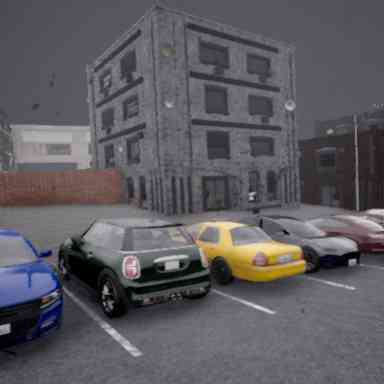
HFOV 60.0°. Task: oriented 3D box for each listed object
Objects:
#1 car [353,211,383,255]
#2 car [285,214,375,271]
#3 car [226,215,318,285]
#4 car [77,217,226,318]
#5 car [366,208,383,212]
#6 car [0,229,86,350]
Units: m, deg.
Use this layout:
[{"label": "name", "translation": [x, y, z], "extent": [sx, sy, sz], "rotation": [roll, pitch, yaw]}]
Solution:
[{"label": "car", "translation": [5.312, 1.567, 12.783], "extent": [2.002, 1.452, 4.674], "rotation": [0, 0, -35]}, {"label": "car", "translation": [3.056, 1.543, 11.143], "extent": [2.163, 1.488, 4.792], "rotation": [0, 0, -35]}, {"label": "car", "translation": [0.658, 1.498, 9.697], "extent": [1.946, 1.575, 5.366], "rotation": [0, 0, -35]}, {"label": "car", "translation": [-1.592, 1.362, 7.827], "extent": [2.185, 1.767, 4.553], "rotation": [0, 0, -35]}, {"label": "car", "translation": [7.484, 1.579, 14.331], "extent": [2.002, 1.452, 4.674], "rotation": [0, 0, -35]}, {"label": "car", "translation": [-3.886, 1.479, 6.237], "extent": [2.097, 1.535, 5.008], "rotation": [0, 0, -35]}]
